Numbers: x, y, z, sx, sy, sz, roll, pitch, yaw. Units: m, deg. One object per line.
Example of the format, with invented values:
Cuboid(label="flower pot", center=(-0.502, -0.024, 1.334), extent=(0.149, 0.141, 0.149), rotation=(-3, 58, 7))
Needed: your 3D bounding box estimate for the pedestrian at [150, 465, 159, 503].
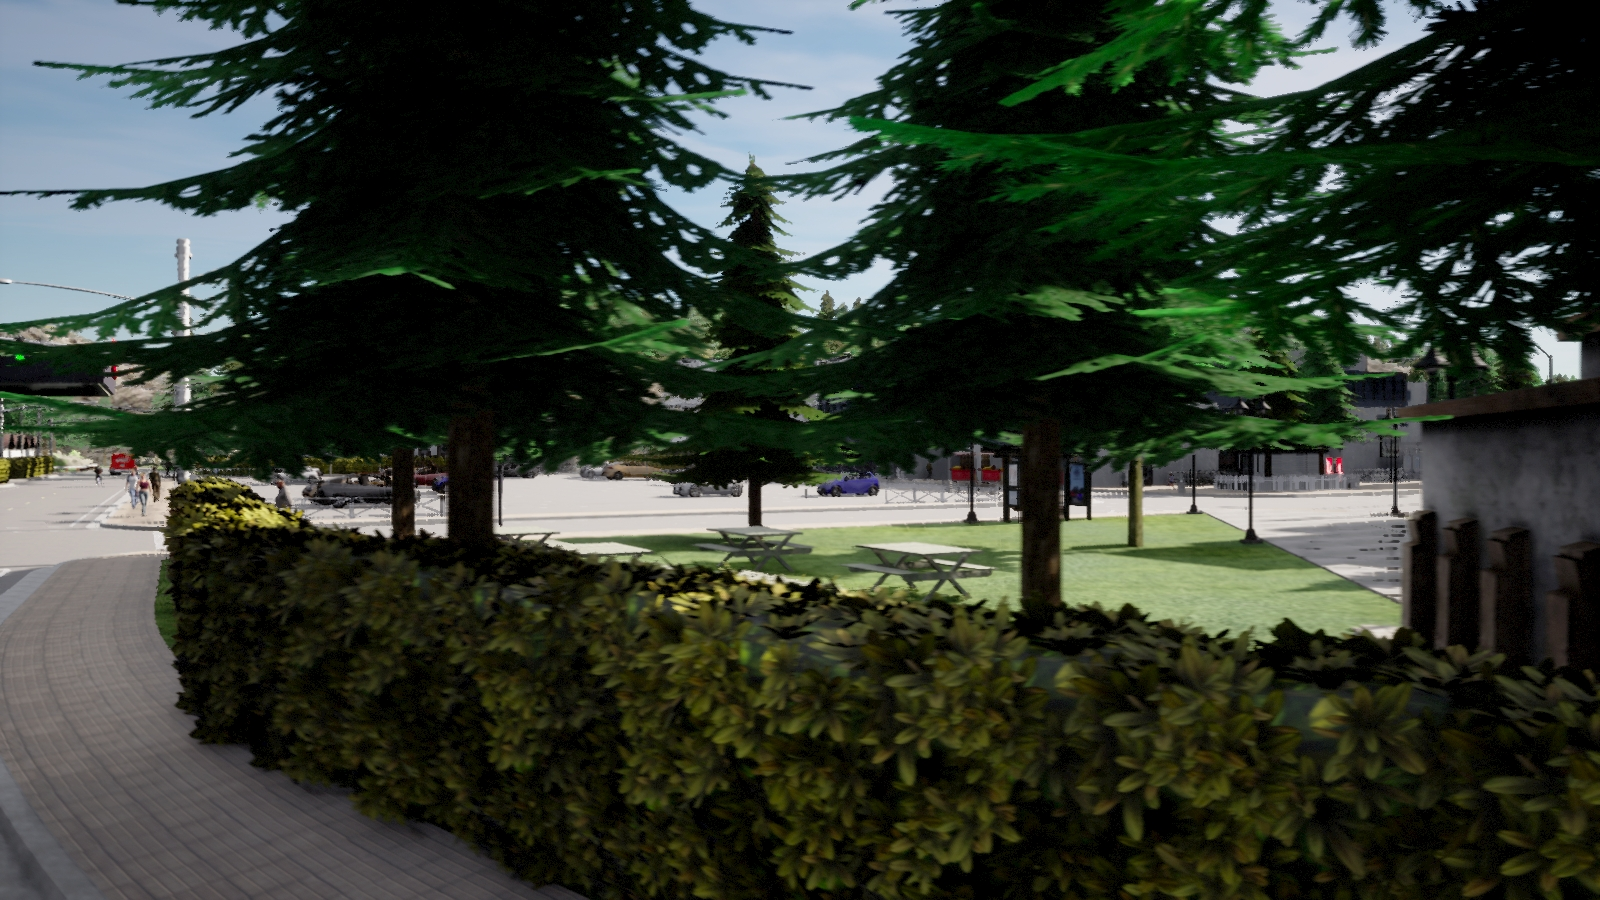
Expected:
Cuboid(label="pedestrian", center=(-32.230, 1.696, 57.048), extent=(0.375, 1.860, 0.375), rotation=(0, 0, -27))

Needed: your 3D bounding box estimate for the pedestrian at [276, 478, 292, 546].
Cuboid(label="pedestrian", center=(-14.245, 1.696, 31.539), extent=(0.375, 1.860, 0.375), rotation=(0, 0, -33))

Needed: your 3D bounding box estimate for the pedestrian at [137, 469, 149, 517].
Cuboid(label="pedestrian", center=(-25.732, 1.696, 44.749), extent=(0.375, 1.860, 0.375), rotation=(0, 0, -35))

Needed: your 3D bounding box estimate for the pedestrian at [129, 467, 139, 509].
Cuboid(label="pedestrian", center=(-29.572, 1.697, 50.714), extent=(0.375, 1.860, 0.375), rotation=(0, 0, -32))
